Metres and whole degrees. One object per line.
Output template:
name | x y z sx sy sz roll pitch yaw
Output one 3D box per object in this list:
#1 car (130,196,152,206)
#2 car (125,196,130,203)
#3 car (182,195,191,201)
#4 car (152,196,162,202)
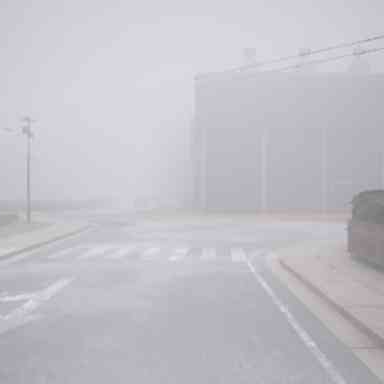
car | -7.966 1.464 52.522 2.128 1.511 4.902 0 0 -1
car | -12.122 1.530 65.973 1.994 1.385 4.181 0 0 -3
car | -1.389 1.421 85.269 1.837 1.490 4.892 0 0 -10
car | -8.539 1.456 71.538 2.033 1.411 5.357 0 0 27
